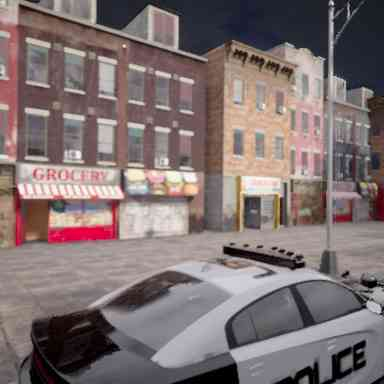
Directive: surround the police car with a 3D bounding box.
[{"bbox_3d":[0.910,1.463,3.915,5.238,1.638,1.930,1,-1,-36],"label":"police car"}]
